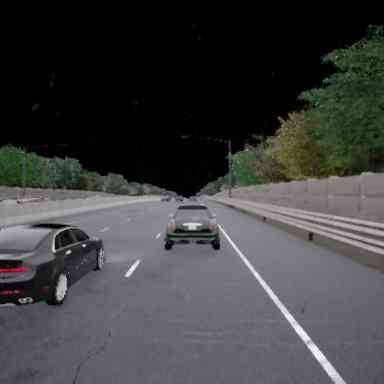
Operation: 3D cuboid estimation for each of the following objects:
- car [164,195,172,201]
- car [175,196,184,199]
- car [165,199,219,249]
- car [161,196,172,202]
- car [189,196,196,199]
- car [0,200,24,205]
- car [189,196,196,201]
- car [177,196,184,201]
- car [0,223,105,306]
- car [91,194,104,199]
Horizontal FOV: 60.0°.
[{"bbox_3d":[-6.852,1.759,94.664,1.882,1.535,5.008,0,-1,0],"label":"car"},{"bbox_3d":[-3.369,1.883,84.683,1.895,1.301,4.718,0,-1,0],"label":"car"},{"bbox_3d":[0.020,1.361,14.699,2.097,1.767,4.553,0,0,0],"label":"car"},{"bbox_3d":[-6.869,1.875,84.689,1.895,1.301,4.718,0,-1,0],"label":"car"},{"bbox_3d":[0.131,1.818,84.615,1.812,1.442,4.674,0,-1,0],"label":"car"},{"bbox_3d":[-17.506,1.501,32.082,1.812,1.442,4.674,0,0,1],"label":"car"},{"bbox_3d":[0.148,1.850,94.652,1.994,1.385,4.181,0,-1,0],"label":"car"},{"bbox_3d":[-3.352,1.789,94.658,1.837,1.490,4.892,0,-1,0],"label":"car"},{"bbox_3d":[-3.494,1.504,8.006,1.837,1.490,4.892,0,0,0],"label":"car"},{"bbox_3d":[-20.884,1.205,73.653,1.882,1.535,5.008,0,-1,0],"label":"car"}]
